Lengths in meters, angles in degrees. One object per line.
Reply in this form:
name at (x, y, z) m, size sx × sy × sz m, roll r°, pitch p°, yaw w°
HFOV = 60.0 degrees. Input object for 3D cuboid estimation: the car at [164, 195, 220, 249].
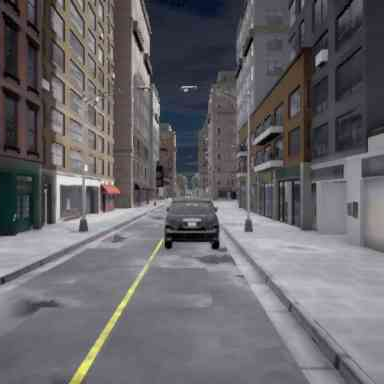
car at (0.000, 1.256, 14.680) m, size 2.150 × 2.045 × 5.566 m, roll 0°, pitch 0°, yaw 0°

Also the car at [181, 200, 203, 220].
car at (0.000, 1.522, 29.651) m, size 1.837 × 1.490 × 4.892 m, roll 0°, pitch 0°, yaw 0°

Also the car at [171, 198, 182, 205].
car at (-2.750, 1.707, 60.621) m, size 1.895 × 1.301 × 4.718 m, roll 0°, pitch 0°, yaw 0°
